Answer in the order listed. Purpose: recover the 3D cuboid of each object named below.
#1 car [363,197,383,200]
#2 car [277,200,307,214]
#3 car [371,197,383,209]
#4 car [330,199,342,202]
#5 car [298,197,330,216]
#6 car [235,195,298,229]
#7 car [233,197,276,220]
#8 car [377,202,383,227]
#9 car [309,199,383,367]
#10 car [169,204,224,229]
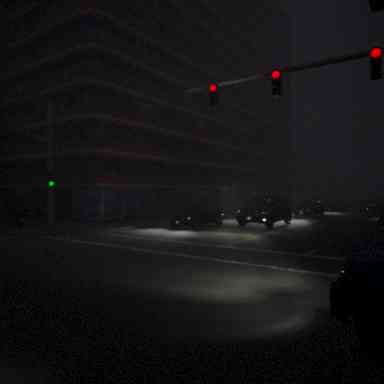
[{"bbox_3d":[20.294,1.524,37.807,1.837,1.490,4.892,0,0,35],"label":"car"},{"bbox_3d":[11.366,1.602,37.623,1.994,1.385,4.181,0,0,35],"label":"car"},{"bbox_3d":[26.076,1.524,46.007,1.837,1.490,4.892,0,0,35],"label":"car"},{"bbox_3d":[16.830,1.576,39.284,2.033,1.411,5.357,0,0,35],"label":"car"},{"bbox_3d":[10.873,1.519,30.856,2.128,1.511,4.902,0,0,35],"label":"car"},{"bbox_3d":[5.057,1.249,22.615,2.150,2.045,5.566,0,0,35],"label":"car"},{"bbox_3d":[5.629,1.390,29.497,2.097,1.767,4.553,0,0,35],"label":"car"},{"bbox_3d":[14.329,1.512,23.286,1.837,1.490,4.892,0,0,35],"label":"car"},{"bbox_3d":[4.148,1.219,3.256,2.150,2.045,5.566,-1,1,-28],"label":"car"},{"bbox_3d":[0.443,1.563,22.141,1.812,1.442,4.674,0,0,35],"label":"car"}]
